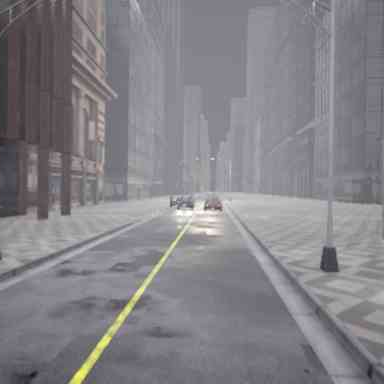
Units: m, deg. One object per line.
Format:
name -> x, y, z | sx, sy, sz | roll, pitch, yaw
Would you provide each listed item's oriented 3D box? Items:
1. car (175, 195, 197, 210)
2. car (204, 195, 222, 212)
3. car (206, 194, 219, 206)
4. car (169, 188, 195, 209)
car -> -0.638, 1.169, 38.496 | 2.128, 1.511, 4.902 | 1, 0, 4
car -> 2.224, 1.339, 35.288 | 1.895, 1.301, 4.718 | 1, 0, 4
car -> 3.029, 1.145, 48.255 | 1.837, 1.490, 4.892 | 1, 1, 4
car -> -0.961, 0.557, 33.273 | 2.150, 2.045, 5.566 | 1, 0, 4
